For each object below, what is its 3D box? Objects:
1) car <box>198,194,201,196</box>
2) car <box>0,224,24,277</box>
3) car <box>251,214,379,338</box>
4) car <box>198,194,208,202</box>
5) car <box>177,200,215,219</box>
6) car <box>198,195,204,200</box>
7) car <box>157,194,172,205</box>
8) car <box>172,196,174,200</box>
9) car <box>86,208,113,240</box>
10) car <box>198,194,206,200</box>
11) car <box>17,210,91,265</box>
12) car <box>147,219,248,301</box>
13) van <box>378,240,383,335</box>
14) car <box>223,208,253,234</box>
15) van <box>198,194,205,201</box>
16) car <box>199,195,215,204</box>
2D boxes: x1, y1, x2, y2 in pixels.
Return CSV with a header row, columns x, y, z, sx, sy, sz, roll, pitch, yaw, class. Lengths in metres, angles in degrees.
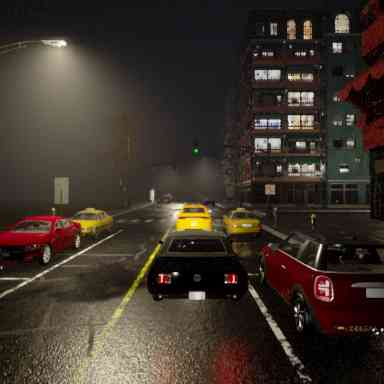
x,y,z,sx,sy,sz,roll,pitch,yaw,class
2.576,1.587,72.849,1.947,1.339,4.313,1,0,0,car
-5.306,1.552,6.192,2.008,1.369,4.403,1,0,0,car
2.575,1.442,6.601,1.967,1.590,4.097,1,0,0,car
2.579,1.338,78.510,2.192,1.841,5.009,1,0,0,car
0.125,1.482,19.351,1.882,1.535,5.008,0,0,1,car
2.578,1.555,95.664,1.752,1.417,4.829,1,0,0,car
-5.303,1.457,61.051,1.967,1.590,4.097,1,0,0,car
-5.301,1.334,66.705,2.192,1.841,5.009,1,0,0,car
-5.305,1.529,17.094,1.752,1.417,4.829,1,0,0,car
2.576,1.599,61.527,1.802,1.307,4.206,1,0,0,car
-5.306,1.547,11.728,1.887,1.381,4.507,1,0,0,car
0.101,1.603,8.288,1.895,1.301,4.718,0,0,0,car
2.576,1.341,1.056,1.690,1.788,3.998,1,0,0,van
2.575,1.530,17.861,1.752,1.417,4.829,1,0,0,car
2.580,1.368,89.832,1.690,1.788,3.998,1,0,0,van
2.576,1.565,50.205,2.008,1.369,4.403,1,0,0,car
